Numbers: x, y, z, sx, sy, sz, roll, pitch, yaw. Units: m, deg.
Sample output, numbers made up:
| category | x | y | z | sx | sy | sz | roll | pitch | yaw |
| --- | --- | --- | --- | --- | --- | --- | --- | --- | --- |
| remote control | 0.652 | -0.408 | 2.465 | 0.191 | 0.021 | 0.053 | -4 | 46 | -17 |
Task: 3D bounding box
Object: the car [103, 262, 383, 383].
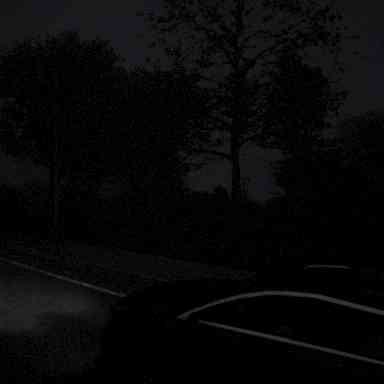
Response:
| category | x | y | z | sx | sy | sz | roll | pitch | yaw |
| --- | --- | --- | --- | --- | --- | --- | --- | --- | --- |
| car | 1.156 | 1.500 | 3.289 | 4.902 | 1.511 | 2.128 | 0 | 0 | 36 |
